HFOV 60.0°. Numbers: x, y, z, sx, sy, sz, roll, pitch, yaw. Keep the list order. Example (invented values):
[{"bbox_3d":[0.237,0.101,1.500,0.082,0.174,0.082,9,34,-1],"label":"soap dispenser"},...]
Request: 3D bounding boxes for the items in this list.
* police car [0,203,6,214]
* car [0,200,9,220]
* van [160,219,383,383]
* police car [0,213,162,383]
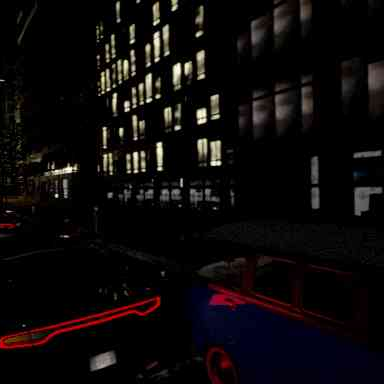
[{"bbox_3d":[-8.368,1.317,13.174,1.930,1.638,5.238,-2,2,-37],"label":"police car"},{"bbox_3d":[-15.512,1.362,25.729,1.802,1.307,4.206,-2,2,-37],"label":"car"},{"bbox_3d":[1.523,1.226,2.927,1.690,1.788,3.998,-2,2,-37],"label":"van"},{"bbox_3d":[-2.381,1.354,5.164,1.930,1.638,5.238,-2,2,-37],"label":"police car"}]
